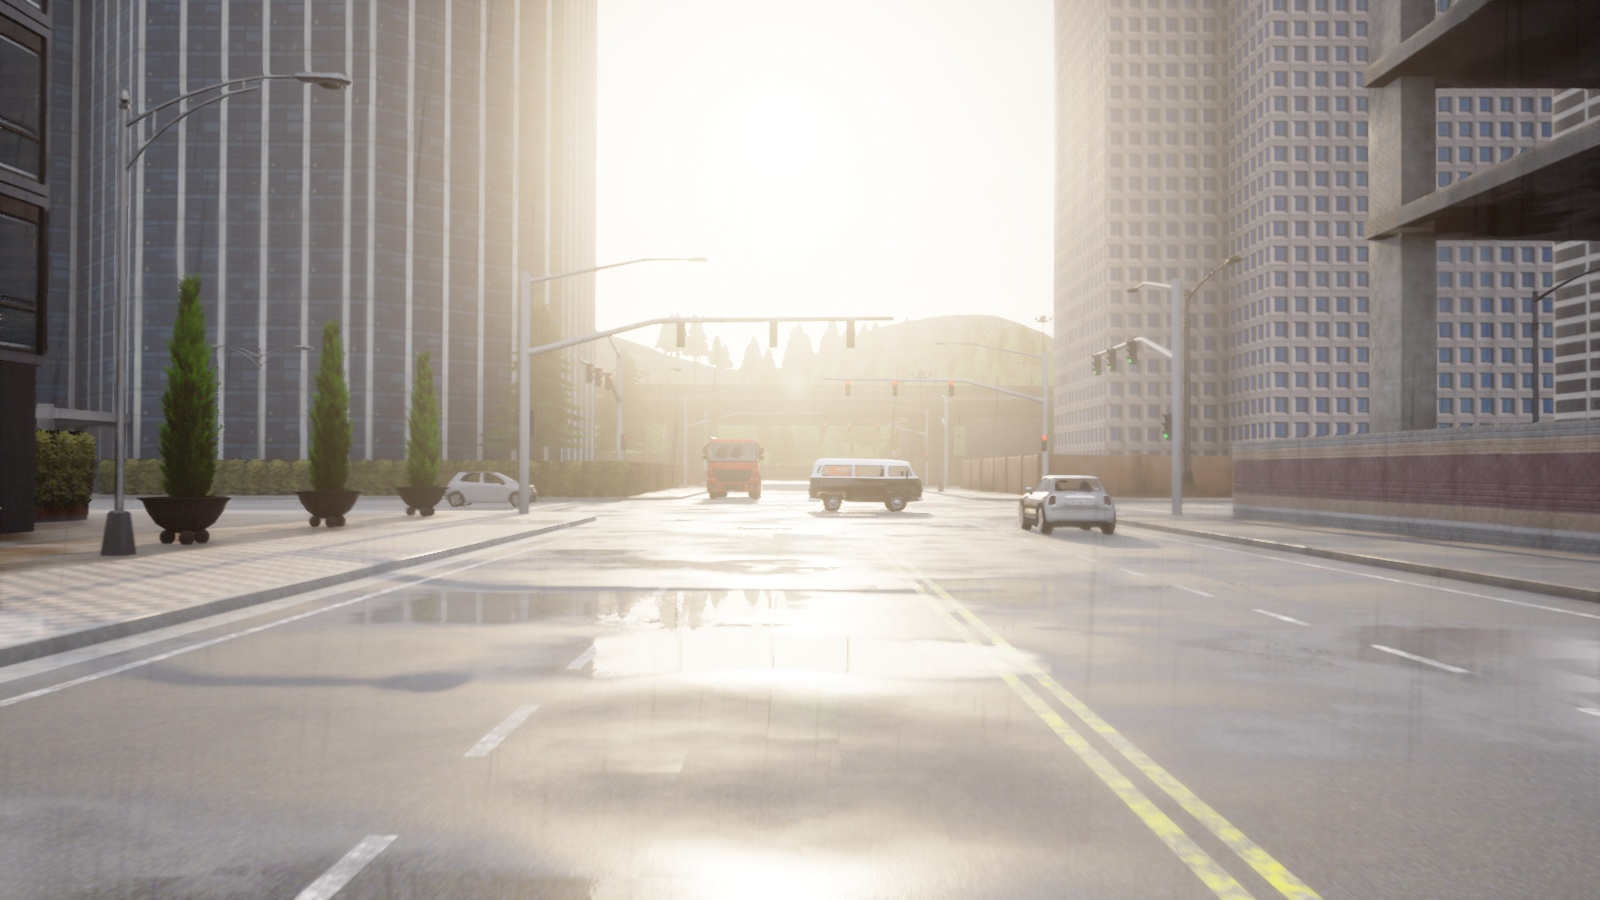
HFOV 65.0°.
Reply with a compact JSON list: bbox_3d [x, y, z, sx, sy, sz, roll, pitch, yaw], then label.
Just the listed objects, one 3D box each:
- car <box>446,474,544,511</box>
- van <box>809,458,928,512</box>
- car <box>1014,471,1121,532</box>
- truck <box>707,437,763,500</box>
[{"bbox_3d":[-12.592,1.750,52.007,3.633,1.501,1.845,0,-1,-2],"label":"car"},{"bbox_3d":[2.602,1.344,48.754,4.480,2.038,2.069,0,-1,-1],"label":"van"},{"bbox_3d":[6.919,1.303,32.908,1.970,1.475,3.806,0,-1,0],"label":"car"},{"bbox_3d":[-3.682,1.066,72.798,2.891,3.462,7.936,0,-1,0],"label":"truck"}]
